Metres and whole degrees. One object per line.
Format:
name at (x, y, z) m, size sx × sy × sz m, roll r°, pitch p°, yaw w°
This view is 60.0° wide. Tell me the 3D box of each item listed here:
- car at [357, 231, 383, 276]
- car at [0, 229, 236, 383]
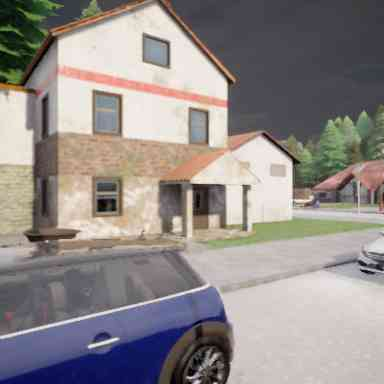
car at (6.515, 1.522, 9.241) m, size 4.674 × 1.442 × 1.812 m, roll 0°, pitch 0°, yaw -35°
car at (-1.770, 1.353, 3.337) m, size 4.553 × 1.767 × 2.097 m, roll 0°, pitch 0°, yaw -36°
